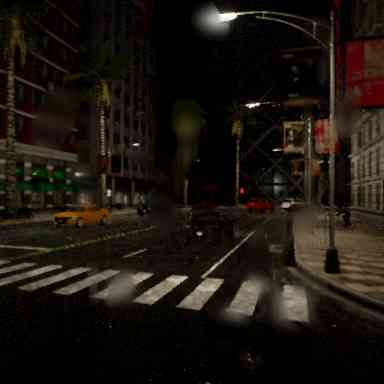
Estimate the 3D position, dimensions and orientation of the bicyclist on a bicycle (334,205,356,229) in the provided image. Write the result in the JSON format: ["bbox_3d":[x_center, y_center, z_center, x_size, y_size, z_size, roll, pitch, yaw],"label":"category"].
[{"bbox_3d":[10.142,1.709,22.431,1.656,1.620,0.582,0,-1,17],"label":"bicyclist on a bicycle"}]

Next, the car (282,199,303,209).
[{"bbox_3d":[17.533,2.143,56.173,5.566,2.045,2.150,1,-1,-36],"label":"car"}]

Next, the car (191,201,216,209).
[{"bbox_3d":[1.799,2.126,49.112,1.882,1.535,5.008,0,0,33],"label":"car"}]

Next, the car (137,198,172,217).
[{"bbox_3d":[-4.023,1.650,37.044,2.150,2.045,5.566,0,-1,19],"label":"car"}]

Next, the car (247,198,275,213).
[{"bbox_3d":[10.093,1.959,48.477,2.150,2.045,5.566,0,-1,39],"label":"car"}]

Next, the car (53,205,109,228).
[{"bbox_3d":[-8.003,1.699,24.461,1.882,1.535,5.008,0,-1,17],"label":"car"}]

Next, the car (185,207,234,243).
[{"bbox_3d":[1.012,1.764,17.454,1.812,1.442,4.674,0,-1,17],"label":"car"}]

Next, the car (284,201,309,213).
[{"bbox_3d":[16.027,2.388,49.767,1.994,1.385,4.181,0,-1,43],"label":"car"}]
